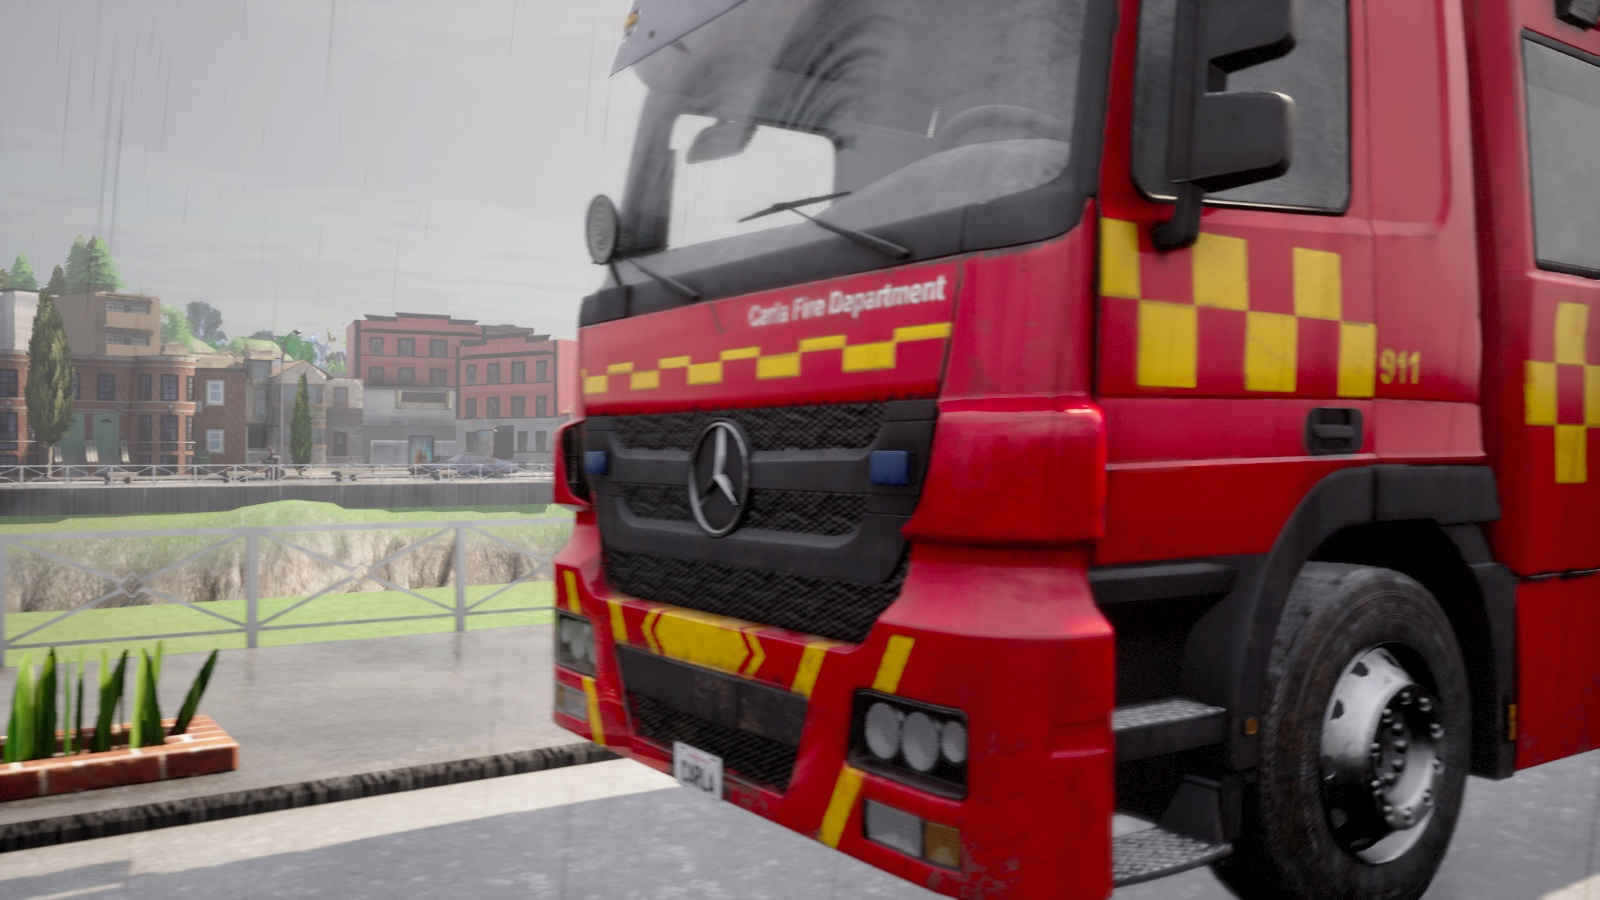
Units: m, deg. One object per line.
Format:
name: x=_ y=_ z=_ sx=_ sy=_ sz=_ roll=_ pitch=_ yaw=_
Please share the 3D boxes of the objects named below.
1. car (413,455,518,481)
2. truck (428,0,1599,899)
car: x=-18.938 y=1.007 z=71.134 sx=5.357 sy=1.411 sz=2.033 roll=0 pitch=0 yaw=-35
truck: x=2.821 y=-0.410 z=6.235 sx=8.468 sy=3.827 sz=2.891 roll=0 pitch=0 yaw=-34
